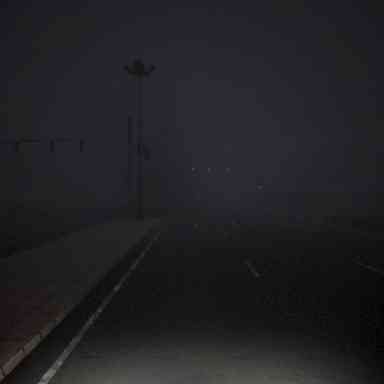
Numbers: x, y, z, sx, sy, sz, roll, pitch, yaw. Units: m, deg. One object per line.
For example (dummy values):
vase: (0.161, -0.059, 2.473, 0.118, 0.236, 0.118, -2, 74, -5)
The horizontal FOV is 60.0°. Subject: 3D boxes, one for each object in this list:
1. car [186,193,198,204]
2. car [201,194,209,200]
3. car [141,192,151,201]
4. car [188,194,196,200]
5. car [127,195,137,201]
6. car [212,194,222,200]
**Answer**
car: (-0.010, 1.278, 60.528, 2.097, 1.767, 4.553, 0, 0, 0)
car: (3.568, 1.475, 91.524, 1.895, 1.301, 4.718, 0, 0, 0)
car: (-11.486, 1.124, 83.072, 2.150, 2.045, 5.566, 0, 0, 0)
car: (0.068, 1.402, 91.434, 2.128, 1.511, 4.902, 0, 0, 0)
car: (-14.986, 1.425, 83.125, 2.128, 1.511, 4.902, 0, 0, 0)
car: (7.070, 1.235, 91.858, 2.097, 1.767, 4.553, 0, 0, 0)
